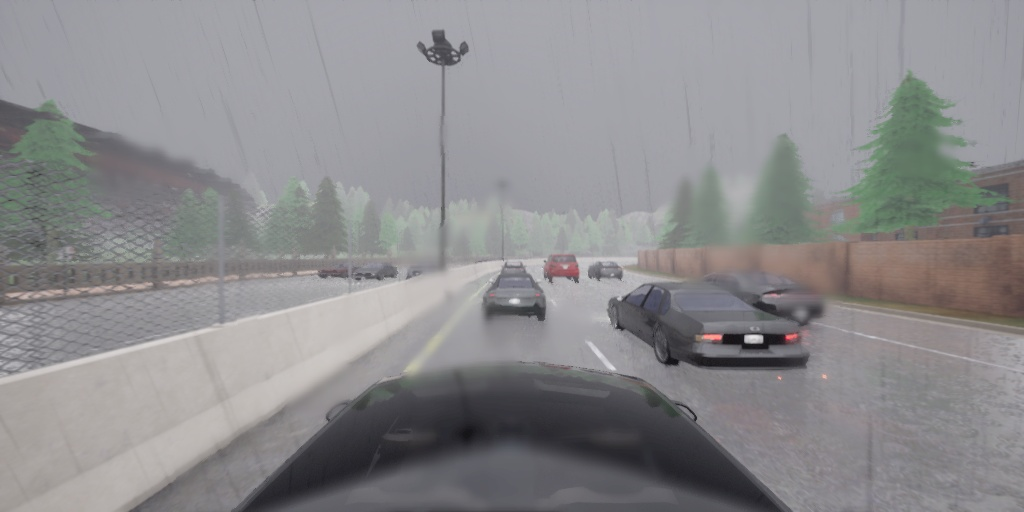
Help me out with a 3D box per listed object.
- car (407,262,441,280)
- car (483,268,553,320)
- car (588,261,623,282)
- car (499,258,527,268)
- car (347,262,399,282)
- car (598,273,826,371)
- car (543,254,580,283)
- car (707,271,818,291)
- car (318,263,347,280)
[{"bbox_3d":[-6.953,1.203,28.810,1.994,1.385,4.181,0,0,2],"label":"car"},{"bbox_3d":[0.103,1.271,12.420,1.994,1.385,4.181,0,0,0],"label":"car"},{"bbox_3d":[7.151,1.138,27.834,2.128,1.511,4.902,0,0,1],"label":"car"},{"bbox_3d":[0.152,1.136,27.840,2.128,1.511,4.902,0,0,1],"label":"car"},{"bbox_3d":[-10.518,1.188,28.158,2.033,1.411,5.357,0,0,1],"label":"car"},{"bbox_3d":[3.597,1.274,7.844,2.033,1.411,5.357,0,0,0],"label":"car"},{"bbox_3d":[3.632,0.871,26.906,2.150,2.045,5.566,0,0,1],"label":"car"},{"bbox_3d":[7.101,1.205,11.240,2.128,1.511,4.902,0,0,0],"label":"car"},{"bbox_3d":[-13.965,1.234,29.719,1.895,1.301,4.718,0,0,2],"label":"car"}]
